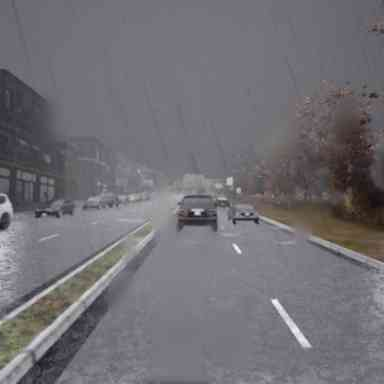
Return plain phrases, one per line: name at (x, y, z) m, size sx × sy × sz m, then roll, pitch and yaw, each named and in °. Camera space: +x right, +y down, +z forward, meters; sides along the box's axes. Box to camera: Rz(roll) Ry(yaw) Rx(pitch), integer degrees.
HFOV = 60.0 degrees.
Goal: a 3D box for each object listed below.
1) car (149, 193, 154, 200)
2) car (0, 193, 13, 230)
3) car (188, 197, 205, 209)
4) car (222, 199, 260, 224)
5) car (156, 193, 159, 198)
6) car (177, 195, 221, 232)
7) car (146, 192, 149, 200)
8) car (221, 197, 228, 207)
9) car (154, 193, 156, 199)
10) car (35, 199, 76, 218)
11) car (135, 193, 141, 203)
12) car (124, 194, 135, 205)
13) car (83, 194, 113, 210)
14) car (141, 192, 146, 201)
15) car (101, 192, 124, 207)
car at (-11.084, 0.913, 77.818) m, size 2.435 × 2.045 × 5.566 m, roll 0°, pitch 0°, yaw 0°
car at (-11.518, 1.088, 17.170) m, size 2.435 × 2.045 × 5.566 m, roll 0°, pitch 0°, yaw 0°
car at (0.581, 1.431, 42.857) m, size 1.994 × 1.385 × 4.181 m, roll 0°, pitch 0°, yaw 1°
car at (3.611, 1.481, 24.110) m, size 2.033 × 1.411 × 5.357 m, roll 0°, pitch 0°, yaw 1°
car at (-11.004, 1.133, 89.029) m, size 2.231 × 1.521 × 4.892 m, roll 0°, pitch 0°, yaw 0°
car at (0.311, 1.161, 19.597) m, size 2.150 × 2.045 × 5.566 m, roll 0°, pitch 0°, yaw 1°
car at (-11.126, 1.178, 72.137) m, size 1.946 × 1.575 × 5.366 m, roll 0°, pitch 0°, yaw 0°
car at (3.836, 1.351, 43.504) m, size 1.882 × 1.535 × 5.008 m, roll 0°, pitch 0°, yaw 1°
car at (-11.046, 1.149, 83.503) m, size 2.231 × 1.521 × 4.892 m, roll 0°, pitch 0°, yaw 0°
car at (-11.445, 1.337, 28.217) m, size 2.163 × 1.488 × 4.792 m, roll 0°, pitch 0°, yaw 0°
car at (-11.205, 1.210, 61.087) m, size 1.946 × 1.575 × 5.366 m, roll 0°, pitch 0°, yaw 0°
car at (-11.310, 1.233, 54.215) m, size 2.231 × 1.521 × 4.892 m, roll 0°, pitch 0°, yaw 1°
car at (-11.361, 1.277, 39.304) m, size 2.231 × 1.521 × 4.892 m, roll 0°, pitch 0°, yaw 0°
car at (-11.163, 1.070, 66.828) m, size 2.185 × 1.767 × 4.553 m, roll 0°, pitch 0°, yaw 0°
car at (-11.322, 1.008, 44.794) m, size 2.435 × 2.045 × 5.566 m, roll 0°, pitch 0°, yaw 0°
